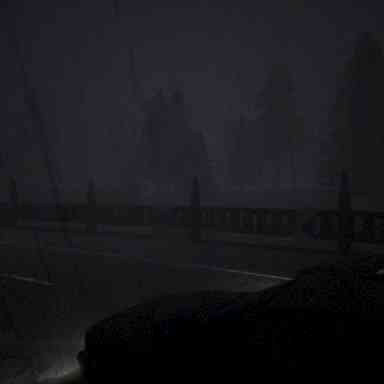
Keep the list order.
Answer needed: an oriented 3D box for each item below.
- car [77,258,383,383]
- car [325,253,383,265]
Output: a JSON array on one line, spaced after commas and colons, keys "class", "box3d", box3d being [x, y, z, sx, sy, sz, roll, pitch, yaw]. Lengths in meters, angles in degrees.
[{"class": "car", "box3d": [1.344, 1.538, 2.912, 5.357, 1.411, 2.033, 0, 0, 35]}, {"class": "car", "box3d": [4.109, 1.485, 5.151, 4.892, 1.490, 1.837, 0, 0, 35]}]
